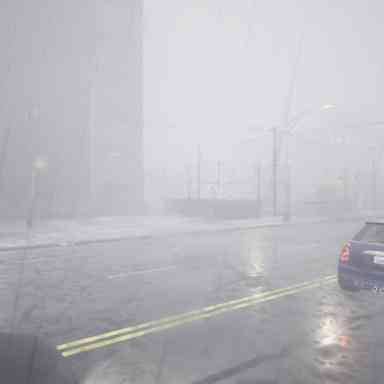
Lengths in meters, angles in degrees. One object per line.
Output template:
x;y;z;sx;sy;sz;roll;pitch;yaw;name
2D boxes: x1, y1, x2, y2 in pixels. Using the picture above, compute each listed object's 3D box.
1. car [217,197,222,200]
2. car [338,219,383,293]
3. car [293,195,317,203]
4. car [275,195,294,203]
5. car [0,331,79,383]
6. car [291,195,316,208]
4.575;1.575;60.769;4.718;1.301;1.895;0;0;-36;car
5.425;1.352;7.678;4.553;1.767;2.097;0;0;-35;car
22.214;1.420;65.285;4.674;1.452;2.002;0;0;-36;car
19.301;1.452;69.281;3.806;1.475;1.970;0;0;-36;car
-2.712;1.564;1.809;4.181;1.385;1.994;0;0;-36;car
15.334;1.254;46.213;4.553;1.767;2.185;0;0;-36;car
